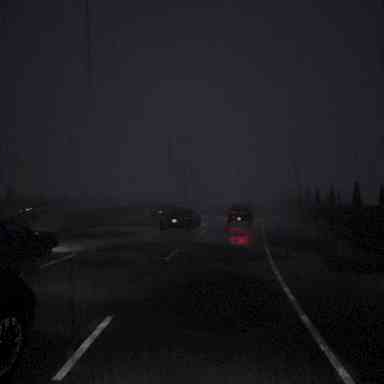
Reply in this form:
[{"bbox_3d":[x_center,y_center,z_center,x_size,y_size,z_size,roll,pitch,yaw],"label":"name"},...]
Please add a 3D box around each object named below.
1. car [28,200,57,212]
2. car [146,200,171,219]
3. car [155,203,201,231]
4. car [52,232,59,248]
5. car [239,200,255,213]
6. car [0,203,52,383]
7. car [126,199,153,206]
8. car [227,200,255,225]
[{"bbox_3d":[-16.088,1.628,34.567,1.837,1.490,4.892,0,0,11],"label":"car"},{"bbox_3d":[-2.362,1.708,30.811,1.994,1.385,4.181,0,0,11],"label":"car"},{"bbox_3d":[-0.649,1.657,21.278,1.994,1.385,4.181,0,0,11],"label":"car"},{"bbox_3d":[-6.158,1.565,10.029,2.033,1.411,5.357,0,0,7],"label":"car"},{"bbox_3d":[6.995,1.779,42.050,1.812,1.442,4.674,0,-1,11],"label":"car"},{"bbox_3d":[-3.269,1.217,2.171,2.150,2.045,5.566,0,0,2],"label":"car"},{"bbox_3d":[-7.129,1.722,43.591,1.837,1.490,4.892,0,-1,12],"label":"car"},{"bbox_3d":[3.776,1.638,25.736,1.837,1.490,4.892,0,0,11],"label":"car"}]
